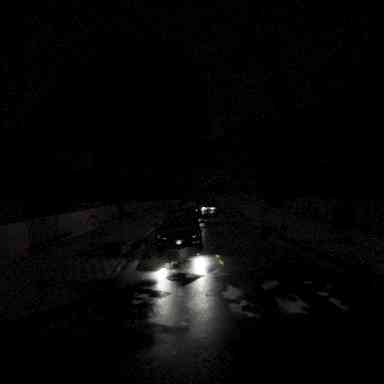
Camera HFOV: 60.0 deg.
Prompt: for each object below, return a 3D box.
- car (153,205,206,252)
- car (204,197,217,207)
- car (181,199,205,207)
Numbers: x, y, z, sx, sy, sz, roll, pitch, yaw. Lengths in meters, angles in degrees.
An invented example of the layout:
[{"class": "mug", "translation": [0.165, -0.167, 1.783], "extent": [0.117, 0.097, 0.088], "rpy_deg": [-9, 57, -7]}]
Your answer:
[{"class": "car", "translation": [-0.519, 1.610, 14.729], "extent": [1.837, 1.490, 4.892], "rpy_deg": [-3, 0, 0]}, {"class": "car", "translation": [2.406, 1.506, 48.246], "extent": [1.994, 1.385, 4.181], "rpy_deg": [-4, 0, 12]}, {"class": "car", "translation": [-0.145, 1.564, 30.289], "extent": [1.812, 1.442, 4.674], "rpy_deg": [-3, 0, 5]}]
